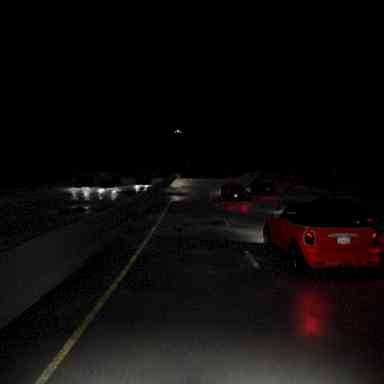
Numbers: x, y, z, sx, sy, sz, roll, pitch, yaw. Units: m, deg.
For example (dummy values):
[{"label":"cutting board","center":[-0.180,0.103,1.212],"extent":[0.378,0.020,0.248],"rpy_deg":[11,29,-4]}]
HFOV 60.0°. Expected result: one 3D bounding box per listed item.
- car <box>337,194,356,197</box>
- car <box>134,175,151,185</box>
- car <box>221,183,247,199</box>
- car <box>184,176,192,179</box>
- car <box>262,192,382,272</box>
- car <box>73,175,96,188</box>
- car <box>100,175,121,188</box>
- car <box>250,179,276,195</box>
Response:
[{"label":"car","center":[7.121,0.854,16.499],"extent":[1.837,1.490,4.892],"rpy_deg":[0,4,0]},{"label":"car","center":[-7.016,-1.766,47.996],"extent":[2.033,1.411,5.357],"rpy_deg":[0,5,0]},{"label":"car","center":[3.640,-0.154,29.733],"extent":[1.895,1.301,4.718],"rpy_deg":[0,5,0]},{"label":"car","center":[-1.098,-3.642,95.497],"extent":[1.837,1.490,4.892],"rpy_deg":[0,-1,0]},{"label":"car","center":[3.612,1.079,10.033],"extent":[2.097,1.767,4.553],"rpy_deg":[0,3,0]},{"label":"car","center":[-14.030,-1.432,43.606],"extent":[1.837,1.490,4.892],"rpy_deg":[0,5,0]},{"label":"car","center":[-10.531,-1.438,43.334],"extent":[1.882,1.535,5.008],"rpy_deg":[0,5,0]},{"label":"car","center":[7.145,-0.614,33.676],"extent":[1.882,1.535,5.008],"rpy_deg":[0,5,0]}]
